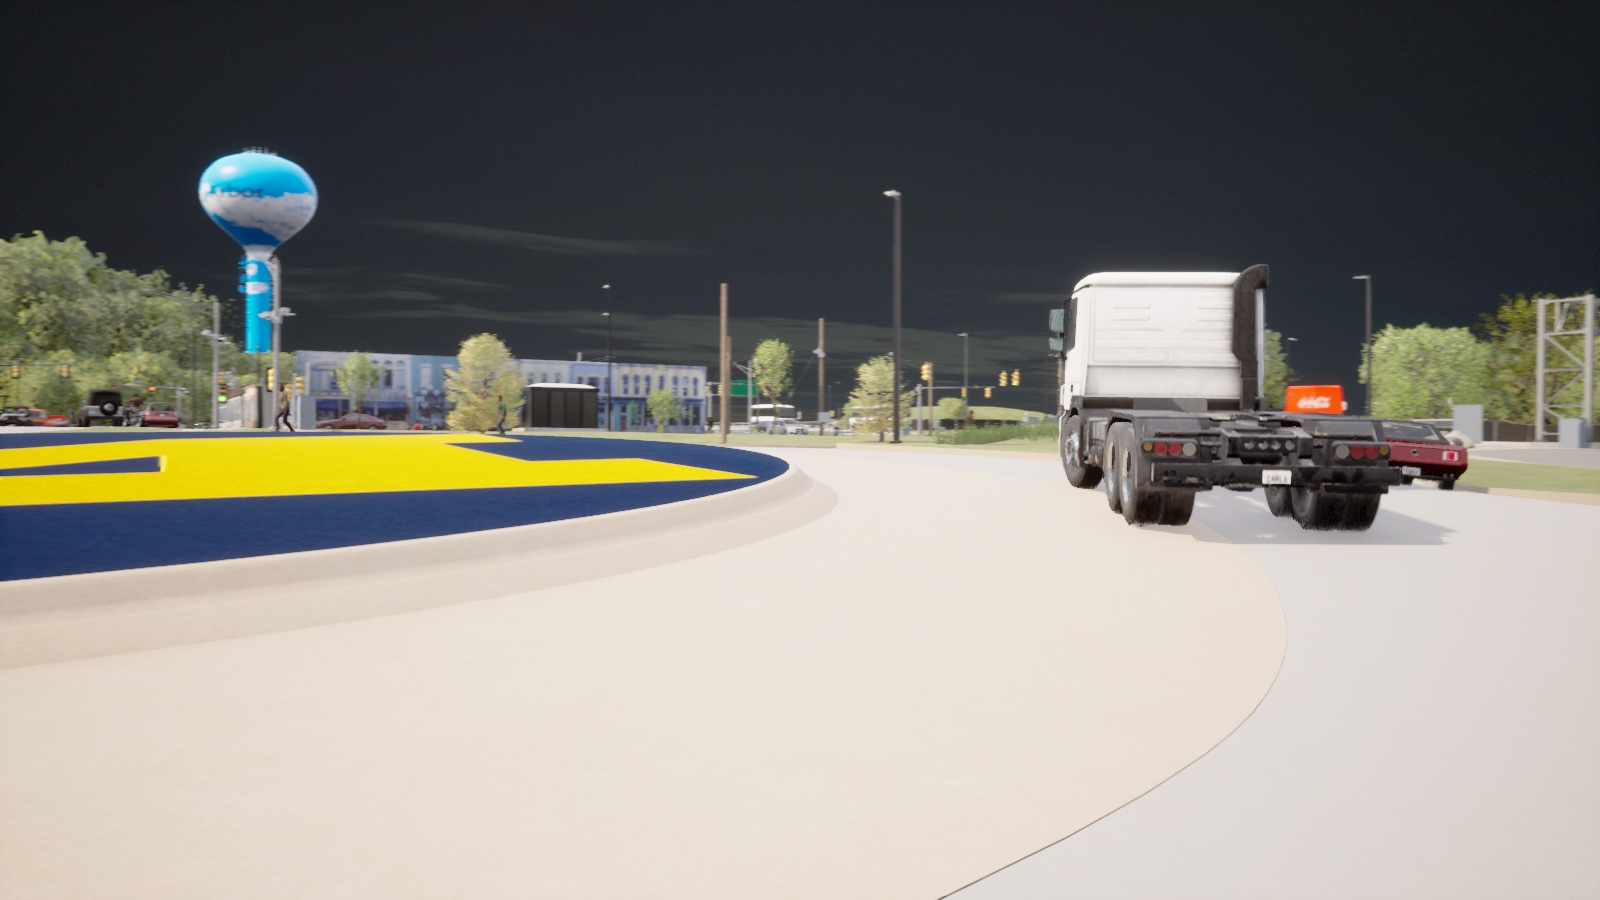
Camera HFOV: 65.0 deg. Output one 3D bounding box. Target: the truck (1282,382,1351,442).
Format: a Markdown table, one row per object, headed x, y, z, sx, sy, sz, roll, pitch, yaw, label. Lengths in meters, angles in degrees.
| x | y | z | sx | sy | sz | roll | pitch | yaw | label |
| --- | --- | --- | --- | --- | --- | --- | --- | --- | --- |
| 22.381 | -1.589 | 54.278 | 2.627 | 2.467 | 5.204 | 0 | 1 | 24 | truck |

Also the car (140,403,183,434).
| x | y | z | sx | sy | sz | roll | pitch | yaw | label |
| --- | --- | --- | --- | --- | --- | --- | --- | --- | --- |
| -36.758 | -1.792 | 72.226 | 1.851 | 1.617 | 3.988 | 0 | 0 | -32 | car |

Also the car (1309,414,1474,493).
| x | y | z | sx | sy | sz | roll | pitch | yaw | label |
| --- | --- | --- | --- | --- | --- | --- | --- | --- | --- |
| 11.633 | 0.016 | 25.041 | 1.895 | 1.301 | 4.718 | 4 | 2 | 12 | car |

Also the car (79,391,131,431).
| x | y | z | sx | sy | sz | roll | pitch | yaw | label |
| --- | --- | --- | --- | --- | --- | --- | --- | --- | --- |
| -34.664 | -1.894 | 62.583 | 1.905 | 1.878 | 3.866 | 0 | 0 | -35 | car |

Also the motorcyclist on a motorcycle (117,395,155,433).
| x | y | z | sx | sy | sz | roll | pitch | yaw | label |
| --- | --- | --- | --- | --- | --- | --- | --- | --- | --- |
| -29.276 | -1.595 | 55.324 | 2.350 | 1.649 | 0.766 | 2 | 1 | 43 | motorcyclist on a motorcycle |

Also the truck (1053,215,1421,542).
| x | y | z | sx | sy | sz | roll | pitch | yaw | label |
| --- | --- | --- | --- | --- | --- | --- | --- | --- | --- |
| 5.446 | -0.997 | 17.408 | 2.891 | 3.462 | 7.936 | 1 | 3 | 5 | truck |

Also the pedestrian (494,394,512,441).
| x | y | z | sx | sy | sz | roll | pitch | yaw | label |
| --- | --- | --- | --- | --- | --- | --- | --- | --- | --- |
| -11.779 | -1.267 | 49.851 | 0.614 | 1.847 | 0.353 | 0 | 0 | -36 | pedestrian |

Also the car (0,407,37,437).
| x | y | z | sx | sy | sz | roll | pitch | yaw | label |
| --- | --- | --- | --- | --- | --- | --- | --- | --- | --- |
| -52.483 | -1.849 | 84.305 | 1.905 | 1.878 | 3.866 | 0 | 0 | -27 | car |

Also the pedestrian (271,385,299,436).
| x | y | z | sx | sy | sz | roll | pitch | yaw | label |
| --- | --- | --- | --- | --- | --- | --- | --- | --- | --- |
| -18.270 | -1.388 | 44.538 | 0.869 | 1.805 | 0.328 | 0 | 0 | -45 | pedestrian |

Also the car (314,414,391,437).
| x | y | z | sx | sy | sz | roll | pitch | yaw | label |
| --- | --- | --- | --- | --- | --- | --- | --- | --- | --- |
| -30.132 | -1.604 | 84.591 | 4.674 | 1.442 | 1.812 | 0 | -1 | -28 | car |
